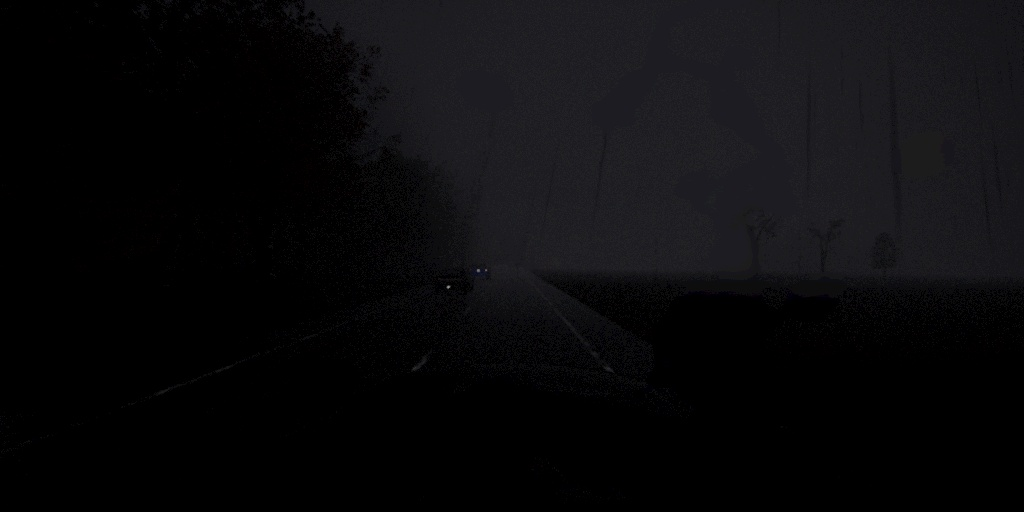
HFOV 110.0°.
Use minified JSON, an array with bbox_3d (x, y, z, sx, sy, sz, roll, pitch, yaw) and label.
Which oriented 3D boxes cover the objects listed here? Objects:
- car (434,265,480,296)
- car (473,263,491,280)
[{"bbox_3d":[-3.401,1.496,21.636,2.128,1.511,4.902,0,-1,0],"label":"car"},{"bbox_3d":[-3.400,1.574,38.610,2.097,1.767,4.553,0,-1,0],"label":"car"}]
